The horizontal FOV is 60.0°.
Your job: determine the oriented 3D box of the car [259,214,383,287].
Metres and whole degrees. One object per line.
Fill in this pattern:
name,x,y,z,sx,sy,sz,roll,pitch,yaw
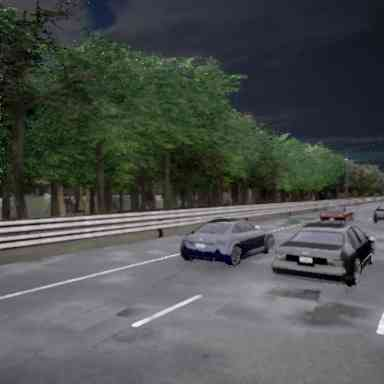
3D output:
car,4.061,1.614,9.695,2.033,1.411,5.357,0,-1,35

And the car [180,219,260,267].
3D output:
car,1.420,1.656,12.025,1.994,1.385,4.181,0,0,35

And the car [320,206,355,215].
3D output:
car,11.861,1.780,26.938,1.895,1.301,4.718,0,-1,35

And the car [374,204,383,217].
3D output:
car,15.384,1.654,25.870,2.128,1.511,4.902,0,0,35
